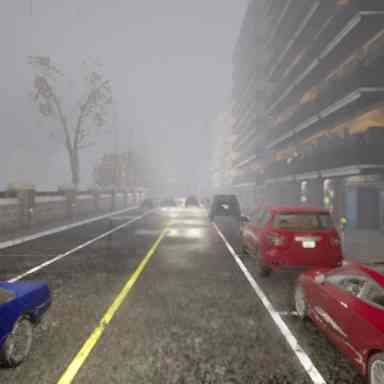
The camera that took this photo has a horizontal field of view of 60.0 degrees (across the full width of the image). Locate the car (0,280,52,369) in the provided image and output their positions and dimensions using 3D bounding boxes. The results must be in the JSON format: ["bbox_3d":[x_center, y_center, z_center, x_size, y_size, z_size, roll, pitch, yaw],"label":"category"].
[{"bbox_3d":[-3.100,1.591,2.933,1.895,1.301,4.718,0,0,0],"label":"car"}]

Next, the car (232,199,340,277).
[{"bbox_3d":[2.689,1.284,10.058,2.192,1.841,5.009,0,0,0],"label":"car"}]

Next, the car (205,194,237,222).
[{"bbox_3d":[2.386,1.154,25.798,2.150,2.045,5.566,0,0,0],"label":"car"}]

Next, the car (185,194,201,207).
[{"bbox_3d":[0.008,1.344,47.559,1.882,1.535,5.008,0,0,0],"label":"car"}]

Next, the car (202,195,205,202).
[{"bbox_3d":[2.679,1.422,43.841,1.887,1.381,4.507,0,0,0],"label":"car"}]

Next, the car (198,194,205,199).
[{"bbox_3d":[2.663,1.365,94.513,1.947,1.339,4.313,0,0,0],"label":"car"}]

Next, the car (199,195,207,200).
[{"bbox_3d":[2.667,1.394,83.252,1.802,1.307,4.206,0,0,0],"label":"car"}]

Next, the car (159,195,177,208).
[{"bbox_3d":[-3.091,1.439,44.855,1.994,1.385,4.181,0,0,0],"label":"car"}]

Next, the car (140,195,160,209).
[{"bbox_3d":[-5.701,1.442,43.840,1.947,1.339,4.313,0,0,0],"label":"car"}]

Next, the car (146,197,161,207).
[{"bbox_3d":[-5.703,1.443,49.470,1.802,1.307,4.206,0,0,0],"label":"car"}]

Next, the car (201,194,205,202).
[{"bbox_3d":[2.672,1.415,66.360,1.802,1.307,4.206,0,0,0],"label":"car"}]

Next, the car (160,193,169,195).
[{"bbox_3d":[-5.706,1.280,60.726,1.967,1.590,4.097,0,0,0],"label":"car"}]

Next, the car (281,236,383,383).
[{"bbox_3d":[2.690,1.568,4.429,1.802,1.307,4.206,0,0,0],"label":"car"}]

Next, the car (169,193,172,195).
[{"bbox_3d":[-5.709,1.148,66.357,2.192,1.841,5.009,0,0,0],"label":"car"}]

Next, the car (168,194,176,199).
[{"bbox_3d":[-5.717,1.365,94.510,1.947,1.339,4.313,0,0,0],"label":"car"}]

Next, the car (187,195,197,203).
[{"bbox_3d":[-0.017,1.320,65.568,1.882,1.535,5.008,0,0,0],"label":"car"}]

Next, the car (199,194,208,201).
[{"bbox_3d":[2.668,1.259,77.621,1.967,1.590,4.097,0,0,0],"label":"car"}]

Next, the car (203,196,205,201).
[{"bbox_3d":[2.680,1.443,38.211,2.008,1.369,4.403,0,0,0],"label":"car"}]

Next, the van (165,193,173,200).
[{"bbox_3d":[-5.714,1.153,83.249,1.690,1.788,3.998,0,0,0],"label":"van"}]
